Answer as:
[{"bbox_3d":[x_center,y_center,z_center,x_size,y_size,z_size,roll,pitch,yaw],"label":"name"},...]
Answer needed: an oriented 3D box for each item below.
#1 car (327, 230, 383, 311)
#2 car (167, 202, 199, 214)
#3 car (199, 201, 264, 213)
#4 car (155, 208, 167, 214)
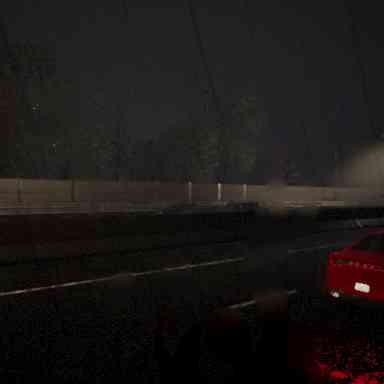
[{"bbox_3d":[5.043,1.550,7.348,5.008,1.535,1.882,0,0,-35],"label":"car"},{"bbox_3d":[1.085,1.692,26.261,5.357,1.411,2.033,1,0,-35],"label":"car"},{"bbox_3d":[3.100,1.496,23.399,4.553,1.767,2.097,1,0,-35],"label":"car"},{"bbox_3d":[-0.907,1.650,29.138,4.892,1.490,1.837,1,0,-35],"label":"car"}]
